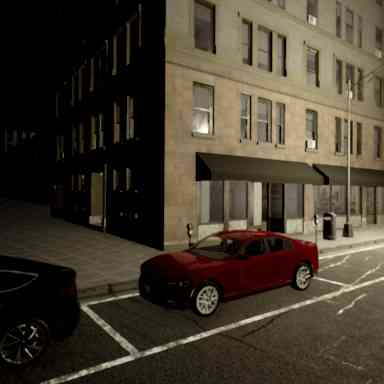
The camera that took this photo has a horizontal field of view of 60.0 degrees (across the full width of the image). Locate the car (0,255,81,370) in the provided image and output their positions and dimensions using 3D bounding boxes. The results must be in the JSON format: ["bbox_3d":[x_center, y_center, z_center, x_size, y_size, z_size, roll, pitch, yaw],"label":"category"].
[{"bbox_3d":[-3.635,1.566,4.166,4.313,1.339,1.947,0,1,-35],"label":"car"}]

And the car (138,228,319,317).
[{"bbox_3d":[0.987,1.544,7.455,4.507,1.381,1.887,0,1,-35],"label":"car"}]
